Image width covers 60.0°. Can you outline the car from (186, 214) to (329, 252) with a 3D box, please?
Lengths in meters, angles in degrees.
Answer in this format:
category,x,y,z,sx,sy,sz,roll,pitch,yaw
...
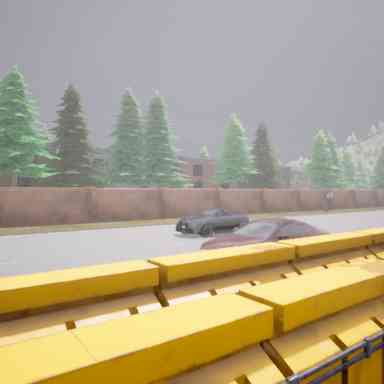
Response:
category,x,y,z,sx,sy,sz,roll,pitch,yaw
car,2.338,1.525,9.943,4.674,1.442,1.812,0,0,-35

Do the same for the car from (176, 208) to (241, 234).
category,x,y,z,sx,sy,sz,roll,pitch,yaw
car,1.204,1.562,17.730,4.181,1.385,1.994,0,0,-35
